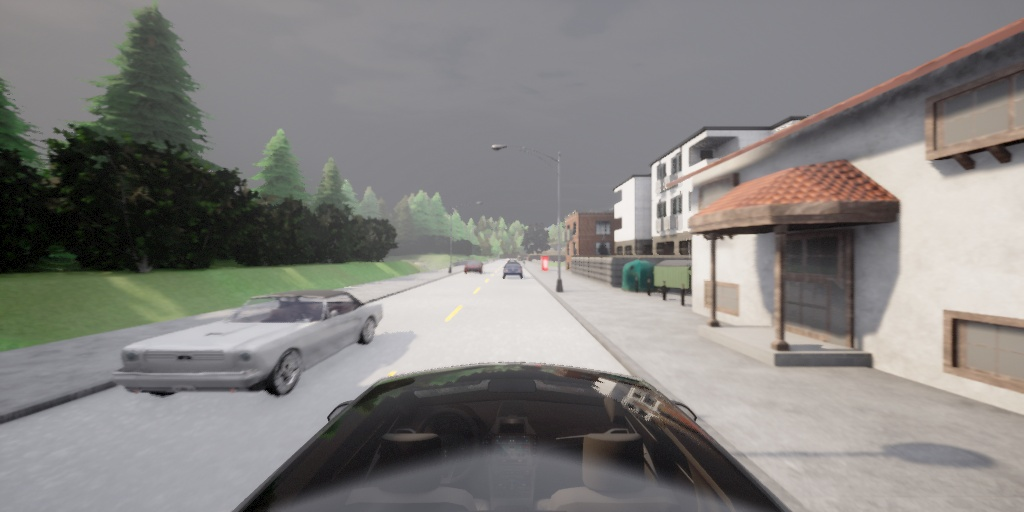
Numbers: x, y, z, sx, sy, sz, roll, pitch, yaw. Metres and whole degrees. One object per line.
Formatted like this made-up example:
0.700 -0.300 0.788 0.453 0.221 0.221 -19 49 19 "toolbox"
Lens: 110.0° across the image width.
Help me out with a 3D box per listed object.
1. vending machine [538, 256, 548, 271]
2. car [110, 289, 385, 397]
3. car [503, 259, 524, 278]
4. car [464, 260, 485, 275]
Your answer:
4.275 0.945 46.467 1.100 2.100 0.880 0 0 0 "vending machine"
-4.101 1.350 6.690 1.895 1.301 4.718 0 0 0 "car"
0.083 1.296 34.395 2.033 1.411 5.357 0 0 0 "car"
-4.111 1.226 39.586 1.882 1.535 5.008 0 0 0 "car"
